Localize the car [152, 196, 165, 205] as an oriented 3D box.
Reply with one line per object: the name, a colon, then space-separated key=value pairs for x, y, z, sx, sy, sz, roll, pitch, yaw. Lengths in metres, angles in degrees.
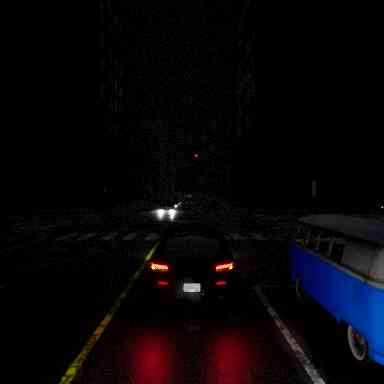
car: x=-6.094 y=1.532 z=61.148 sx=2.008 sy=1.369 sz=4.403 roll=0 pitch=0 yaw=-1

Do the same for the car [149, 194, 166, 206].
car: x=-6.020 y=1.300 z=55.622 sx=2.192 sy=1.841 sz=5.009 roll=0 pitch=0 yaw=-1

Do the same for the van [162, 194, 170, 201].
van: x=-6.391 y=1.300 z=83.248 sx=1.690 sy=1.788 sz=3.998 roll=0 pitch=0 yaw=-1

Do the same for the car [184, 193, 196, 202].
car: x=-0.603 y=1.562 z=74.243 sx=1.895 sy=1.301 sz=4.718 roll=0 pitch=0 yaw=-1

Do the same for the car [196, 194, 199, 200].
car: x=2.356 y=1.521 z=66.789 sx=1.887 sy=1.381 sz=4.507 roll=0 pitch=0 yaw=-1

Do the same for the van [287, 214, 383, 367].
van: x=2.855 y=1.341 z=5.497 sx=1.690 sy=1.788 sz=3.998 roll=0 pitch=0 yaw=0

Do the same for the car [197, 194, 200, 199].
car: x=2.431 y=1.547 z=61.263 sx=1.947 sy=1.339 sz=4.313 roll=0 pitch=0 yaw=-1

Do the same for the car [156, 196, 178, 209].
car: x=-3.299 y=1.592 z=44.706 sx=1.895 sy=1.301 sz=4.718 roll=0 pitch=0 yaw=-1

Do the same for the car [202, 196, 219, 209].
car: x=2.653 y=1.516 z=44.857 sx=1.752 sy=1.417 sz=4.829 roll=0 pitch=0 yaw=-1

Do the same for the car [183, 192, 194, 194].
car: x=-0.738 y=1.077 z=84.243 sx=2.150 sy=2.045 sz=5.566 roll=0 pitch=0 yaw=-1

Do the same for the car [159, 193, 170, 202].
car: x=-6.319 y=1.281 z=77.724 sx=2.192 sy=1.841 sz=5.009 roll=0 pitch=0 yaw=-1

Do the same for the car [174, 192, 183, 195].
car: x=-3.596 y=1.324 z=73.708 sx=2.097 sy=1.767 sz=4.553 roll=0 pitch=0 yaw=-1

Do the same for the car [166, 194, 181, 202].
car: x=-3.469 y=1.547 z=58.596 sx=1.994 sy=1.385 sz=4.181 roll=0 pitch=0 yaw=0

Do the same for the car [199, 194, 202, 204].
car: x=2.580 y=1.429 z=50.212 sx=1.967 sy=1.590 sz=4.097 roll=0 pitch=0 yaw=-1

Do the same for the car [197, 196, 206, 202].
car: x=2.206 y=1.547 z=77.839 sx=1.802 sy=1.307 sz=4.206 roll=0 pitch=0 yaw=-1

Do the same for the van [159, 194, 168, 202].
van: x=-6.244 y=1.313 z=72.198 sx=1.690 sy=1.788 sz=3.998 roll=0 pitch=0 yaw=-1

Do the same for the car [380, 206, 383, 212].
car: x=20.993 y=1.580 z=32.206 sx=4.718 sy=1.301 sz=1.895 roll=0 pitch=0 yaw=-1

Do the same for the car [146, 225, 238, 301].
car: x=0.001 y=1.525 z=8.175 sx=1.812 sy=1.442 sz=4.674 roll=0 pitch=0 yaw=0

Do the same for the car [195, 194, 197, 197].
car: x=2.281 y=1.522 z=72.314 sx=2.008 sy=1.369 sz=4.403 roll=0 pitch=0 yaw=-1

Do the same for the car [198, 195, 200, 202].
car: x=2.506 y=1.536 z=55.737 sx=2.008 sy=1.369 sz=4.403 roll=0 pitch=0 yaw=-1
